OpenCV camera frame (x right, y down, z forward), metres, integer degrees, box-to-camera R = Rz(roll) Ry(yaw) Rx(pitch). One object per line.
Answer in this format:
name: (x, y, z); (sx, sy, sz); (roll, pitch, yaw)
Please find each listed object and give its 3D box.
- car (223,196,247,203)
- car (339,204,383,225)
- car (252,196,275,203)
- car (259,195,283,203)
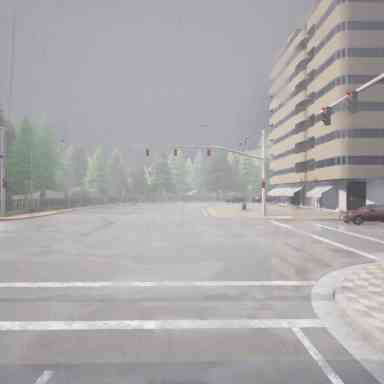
car: (8.891, 1.547, 68.158); (5.357, 1.411, 2.033); (0, 0, -38)
car: (13.167, 1.581, 24.113); (4.674, 1.442, 1.812); (0, 0, -1)
car: (14.204, 1.526, 67.860); (4.674, 1.442, 1.812); (0, 0, -34)
car: (17.555, 1.525, 73.762); (4.902, 1.511, 2.128); (0, 0, -23)
